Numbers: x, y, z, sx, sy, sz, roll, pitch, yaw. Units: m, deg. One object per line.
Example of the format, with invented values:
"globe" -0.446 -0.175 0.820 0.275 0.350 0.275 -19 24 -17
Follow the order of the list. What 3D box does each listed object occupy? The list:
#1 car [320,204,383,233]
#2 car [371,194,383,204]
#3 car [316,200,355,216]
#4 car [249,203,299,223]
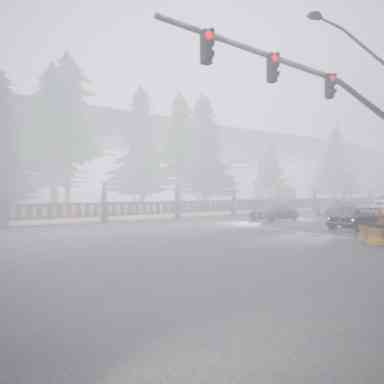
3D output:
"car" 9.953 1.594 19.686 4.718 1.301 1.895 0 0 -35
"car" 22.127 1.208 36.940 5.566 2.045 2.150 0 0 -35
"car" 13.462 1.482 30.781 4.902 1.511 2.128 0 0 -36
"car" 6.366 1.557 25.723 4.181 1.385 1.994 0 0 -35
